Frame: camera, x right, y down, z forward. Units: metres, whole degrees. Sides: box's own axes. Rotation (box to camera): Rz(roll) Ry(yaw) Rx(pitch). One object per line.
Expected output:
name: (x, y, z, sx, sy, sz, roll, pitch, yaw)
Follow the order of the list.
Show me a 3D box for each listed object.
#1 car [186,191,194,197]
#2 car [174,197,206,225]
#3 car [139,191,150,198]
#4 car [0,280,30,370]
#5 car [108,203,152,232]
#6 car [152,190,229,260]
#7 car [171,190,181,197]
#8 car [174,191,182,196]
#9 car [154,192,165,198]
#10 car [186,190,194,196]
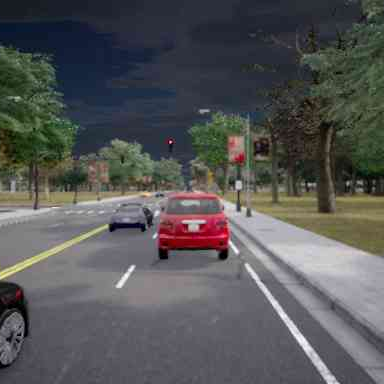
car: (-0.488, 0.485, 79.321, 2.033, 1.411, 5.357, 0, 1, 0)
car: (-0.132, 1.170, 22.227, 1.882, 1.535, 5.008, 0, 1, 0)
car: (-10.194, 0.552, 72.230, 1.882, 1.535, 5.008, 0, 1, 0)
car: (-3.161, 1.462, 2.700, 2.128, 1.511, 4.902, 0, 1, 0)
car: (-3.258, 1.320, 18.469, 1.994, 1.385, 4.181, 0, 1, 0)
car: (0.032, 1.051, 11.912, 2.150, 2.045, 5.566, 0, 0, 0)
car: (-3.741, 0.309, 79.685, 2.097, 1.767, 4.553, 0, 1, 0)
car: (-3.803, 0.303, 89.745, 1.895, 1.301, 4.718, 0, 1, 0)
car: (-6.943, 0.656, 72.221, 1.895, 1.301, 4.718, 0, 1, 0)
car: (-0.554, 0.220, 89.734, 2.128, 1.511, 4.902, 0, 1, 0)
